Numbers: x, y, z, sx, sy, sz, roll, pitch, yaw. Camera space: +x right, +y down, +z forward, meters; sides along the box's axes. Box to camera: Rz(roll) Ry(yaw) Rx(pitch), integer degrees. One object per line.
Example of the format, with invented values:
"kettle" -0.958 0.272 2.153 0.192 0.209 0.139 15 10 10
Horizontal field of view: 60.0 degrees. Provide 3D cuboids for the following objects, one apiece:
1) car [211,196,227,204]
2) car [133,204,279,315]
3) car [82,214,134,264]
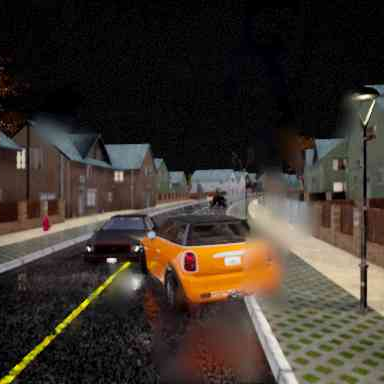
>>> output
"car" 3.593 1.235 43.980 1.812 1.442 4.674 0 1 11
"car" 0.069 1.299 7.925 2.097 1.767 4.553 -2 -1 -18
"car" -2.259 1.517 12.007 2.033 1.411 5.357 0 0 0
